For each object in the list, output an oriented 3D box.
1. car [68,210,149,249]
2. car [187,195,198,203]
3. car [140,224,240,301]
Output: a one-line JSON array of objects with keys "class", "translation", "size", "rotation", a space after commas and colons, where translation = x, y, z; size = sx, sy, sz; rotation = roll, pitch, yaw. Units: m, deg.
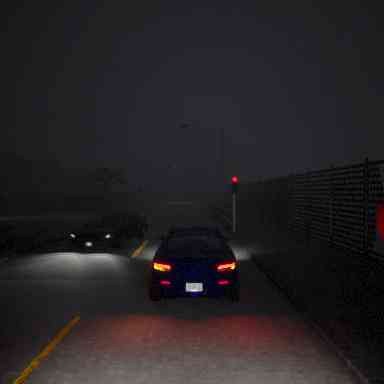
[{"class": "car", "translation": [-3.418, 1.547, 14.926], "size": [2.033, 1.411, 5.357], "rotation": [0, 0, 9]}, {"class": "car", "translation": [0.102, 1.502, 71.131], "size": [1.837, 1.490, 4.892], "rotation": [0, 0, 0]}, {"class": "car", "translation": [0.061, 1.526, 8.210], "size": [1.812, 1.442, 4.674], "rotation": [0, 0, 1]}]
